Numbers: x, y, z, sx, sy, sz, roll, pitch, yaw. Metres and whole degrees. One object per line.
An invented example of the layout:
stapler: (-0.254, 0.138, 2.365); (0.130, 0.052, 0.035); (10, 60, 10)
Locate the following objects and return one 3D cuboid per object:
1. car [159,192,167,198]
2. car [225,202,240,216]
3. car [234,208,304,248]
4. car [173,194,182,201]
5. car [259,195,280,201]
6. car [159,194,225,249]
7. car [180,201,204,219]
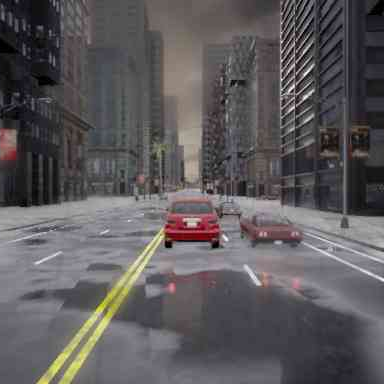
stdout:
car: (-6.500, 1.353, 76.726); (1.837, 1.490, 4.892); (0, 0, 0)
car: (3.250, 1.550, 29.649); (2.033, 1.411, 5.357); (0, 0, 0)
car: (3.250, 1.610, 14.680); (1.895, 1.301, 4.718); (0, 0, 0)
car: (-3.250, 1.331, 76.726); (1.882, 1.535, 5.008); (0, 0, 0)
car: (20.732, 1.706, 87.288); (4.507, 1.381, 1.887); (1, -1, 0)
car: (0.000, 1.252, 14.679); (2.150, 2.045, 5.566); (0, 0, 0)
car: (0.000, 1.559, 29.649); (1.994, 1.385, 4.181); (0, 0, 0)
